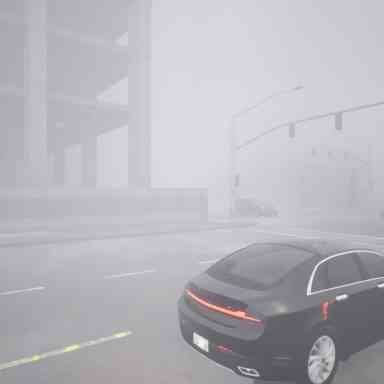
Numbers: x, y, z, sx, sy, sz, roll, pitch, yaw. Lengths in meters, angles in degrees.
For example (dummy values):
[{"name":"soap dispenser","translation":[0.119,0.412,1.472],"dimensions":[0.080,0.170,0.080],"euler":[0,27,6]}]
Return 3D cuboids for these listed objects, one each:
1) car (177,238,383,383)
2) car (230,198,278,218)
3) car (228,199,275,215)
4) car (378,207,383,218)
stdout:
[{"name":"car","translation":[2.088,1.505,5.280],"dimensions":[4.892,1.490,1.837],"euler":[0,0,-35]},{"name":"car","translation":[5.490,1.351,29.775],"dimensions":[2.097,1.767,4.553],"euler":[0,0,-36]},{"name":"car","translation":[6.138,1.505,34.848],"dimensions":[1.837,1.490,4.892],"euler":[0,0,-36]},{"name":"car","translation":[16.587,1.526,24.855],"dimensions":[4.674,1.442,1.812],"euler":[0,0,27]}]
